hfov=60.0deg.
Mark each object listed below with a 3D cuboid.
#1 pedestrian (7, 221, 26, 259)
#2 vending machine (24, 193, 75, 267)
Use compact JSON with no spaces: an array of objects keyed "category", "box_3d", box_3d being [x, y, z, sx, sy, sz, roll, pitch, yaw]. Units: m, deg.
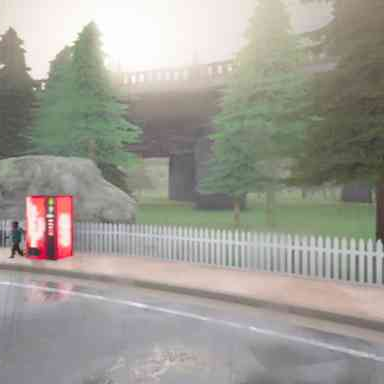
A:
[{"category":"pedestrian","box_3d":[-5.226,1.411,9.987,0.500,1.100,0.500,0,1,19]},{"category":"vending machine","box_3d":[-4.318,1.081,10.134,0.880,2.100,1.100,0,1,20]}]
